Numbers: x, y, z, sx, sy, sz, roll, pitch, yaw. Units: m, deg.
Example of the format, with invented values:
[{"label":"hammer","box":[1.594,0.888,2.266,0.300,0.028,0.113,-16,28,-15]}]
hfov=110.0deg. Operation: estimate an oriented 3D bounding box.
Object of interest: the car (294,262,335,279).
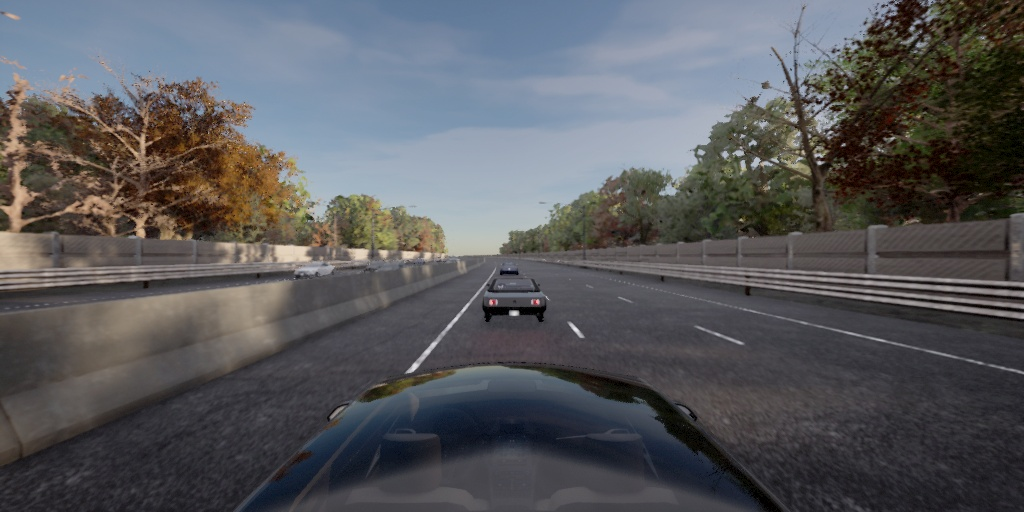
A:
[{"label":"car","box":[-17.887,1.287,32.780,1.812,1.442,4.674,0,0,-1]}]

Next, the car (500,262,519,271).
[{"label":"car","box":[-0.316,1.328,39.166,1.994,1.385,4.181,0,0,-1]}]

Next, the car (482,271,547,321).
[{"label":"car","box":[0.057,1.355,12.482,1.895,1.301,4.718,0,0,0]}]

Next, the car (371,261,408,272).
[{"label":"car","box":[-10.890,1.267,32.978,1.837,1.490,4.892,0,0,-1]}]

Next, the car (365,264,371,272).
[{"label":"car","box":[-14.512,1.268,39.387,1.837,1.490,4.892,0,0,-1]}]
